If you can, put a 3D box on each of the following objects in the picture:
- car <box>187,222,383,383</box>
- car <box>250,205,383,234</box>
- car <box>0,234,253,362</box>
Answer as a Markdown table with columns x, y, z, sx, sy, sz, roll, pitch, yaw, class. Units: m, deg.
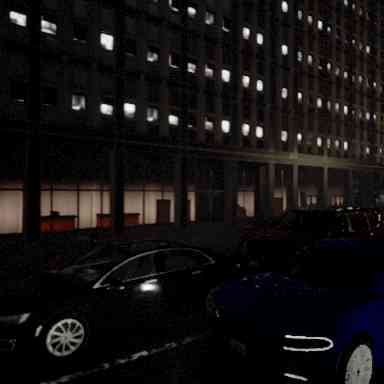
| x | y | z | sx | sy | sz | roll | pitch | yaw | class |
| --- | --- | --- | --- | --- | --- | --- | --- | --- | --- |
| 2.555 | 1.484 | 5.212 | 5.008 | 1.535 | 1.882 | 0 | 0 | -36 | car |
| 3.452 | 1.325 | 9.030 | 5.009 | 1.841 | 2.192 | 0 | 0 | -36 | car |
| -1.052 | 1.555 | 5.808 | 4.403 | 1.369 | 2.008 | 0 | 0 | -36 | car |
